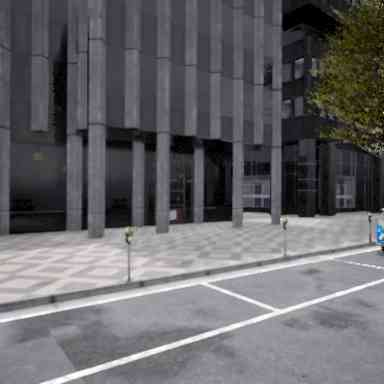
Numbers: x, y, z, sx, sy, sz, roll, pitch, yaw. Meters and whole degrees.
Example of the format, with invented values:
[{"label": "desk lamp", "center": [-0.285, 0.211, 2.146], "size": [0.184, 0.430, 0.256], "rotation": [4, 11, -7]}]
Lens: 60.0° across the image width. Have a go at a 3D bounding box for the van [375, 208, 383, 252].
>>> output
[{"label": "van", "center": [8.721, 1.418, 12.863], "size": [3.998, 1.788, 1.690], "rotation": [0, 0, -35]}]
